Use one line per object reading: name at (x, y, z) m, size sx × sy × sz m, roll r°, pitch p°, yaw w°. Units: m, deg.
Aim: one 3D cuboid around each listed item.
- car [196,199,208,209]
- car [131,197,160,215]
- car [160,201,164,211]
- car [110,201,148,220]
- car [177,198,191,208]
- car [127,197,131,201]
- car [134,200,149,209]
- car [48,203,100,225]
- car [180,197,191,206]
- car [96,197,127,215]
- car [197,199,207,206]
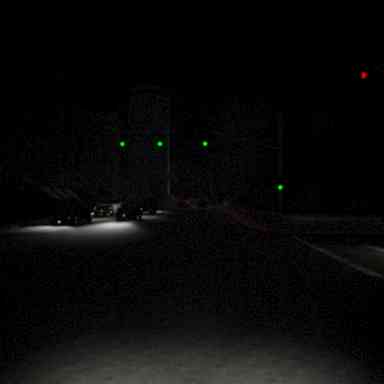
car at (1.844, 2.217, 60.187) m, size 1.837 × 1.490 × 4.892 m, roll 0°, pitch -1°, yaw 2°
car at (-5.745, 1.714, 41.651) m, size 2.150 × 2.045 × 5.566 m, roll 0°, pitch -1°, yaw 2°
car at (-5.459, 2.162, 52.001) m, size 2.033 × 1.411 × 5.357 m, roll 0°, pitch -1°, yaw 2°
car at (-6.000, 1.871, 32.077) m, size 2.128 × 1.511 × 4.902 m, roll 0°, pitch -1°, yaw 2°
car at (-1.639, 2.284, 60.904) m, size 1.994 × 1.385 × 4.181 m, roll 0°, pitch -1°, yaw 2°
car at (-9.073, 1.788, 47.932) m, size 2.150 × 2.045 × 5.566 m, roll 0°, pitch -1°, yaw 1°
car at (-8.762, 2.215, 58.284) m, size 1.812 × 1.442 × 4.674 m, roll 0°, pitch -1°, yaw 2°
car at (-9.694, 1.872, 27.387) m, size 2.033 × 1.411 × 5.357 m, roll 0°, pitch -1°, yaw 4°
car at (-1.413, 2.003, 69.469) m, size 2.097 × 1.767 × 4.553 m, roll 0°, pitch -1°, yaw 2°
car at (-9.356, 1.666, 37.569) m, size 2.150 × 2.045 × 5.566 m, roll 0°, pitch -1°, yaw 2°
car at (2.087, 2.173, 69.404) m, size 2.128 × 1.511 × 4.902 m, roll 0°, pitch -1°, yaw 2°
